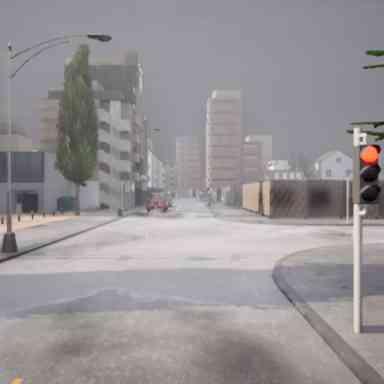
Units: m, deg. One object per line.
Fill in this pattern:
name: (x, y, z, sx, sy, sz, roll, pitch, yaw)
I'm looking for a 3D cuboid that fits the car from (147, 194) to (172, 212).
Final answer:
car: (-3.984, 1.216, 39.288, 2.150, 2.045, 5.566, 0, 0, 0)
